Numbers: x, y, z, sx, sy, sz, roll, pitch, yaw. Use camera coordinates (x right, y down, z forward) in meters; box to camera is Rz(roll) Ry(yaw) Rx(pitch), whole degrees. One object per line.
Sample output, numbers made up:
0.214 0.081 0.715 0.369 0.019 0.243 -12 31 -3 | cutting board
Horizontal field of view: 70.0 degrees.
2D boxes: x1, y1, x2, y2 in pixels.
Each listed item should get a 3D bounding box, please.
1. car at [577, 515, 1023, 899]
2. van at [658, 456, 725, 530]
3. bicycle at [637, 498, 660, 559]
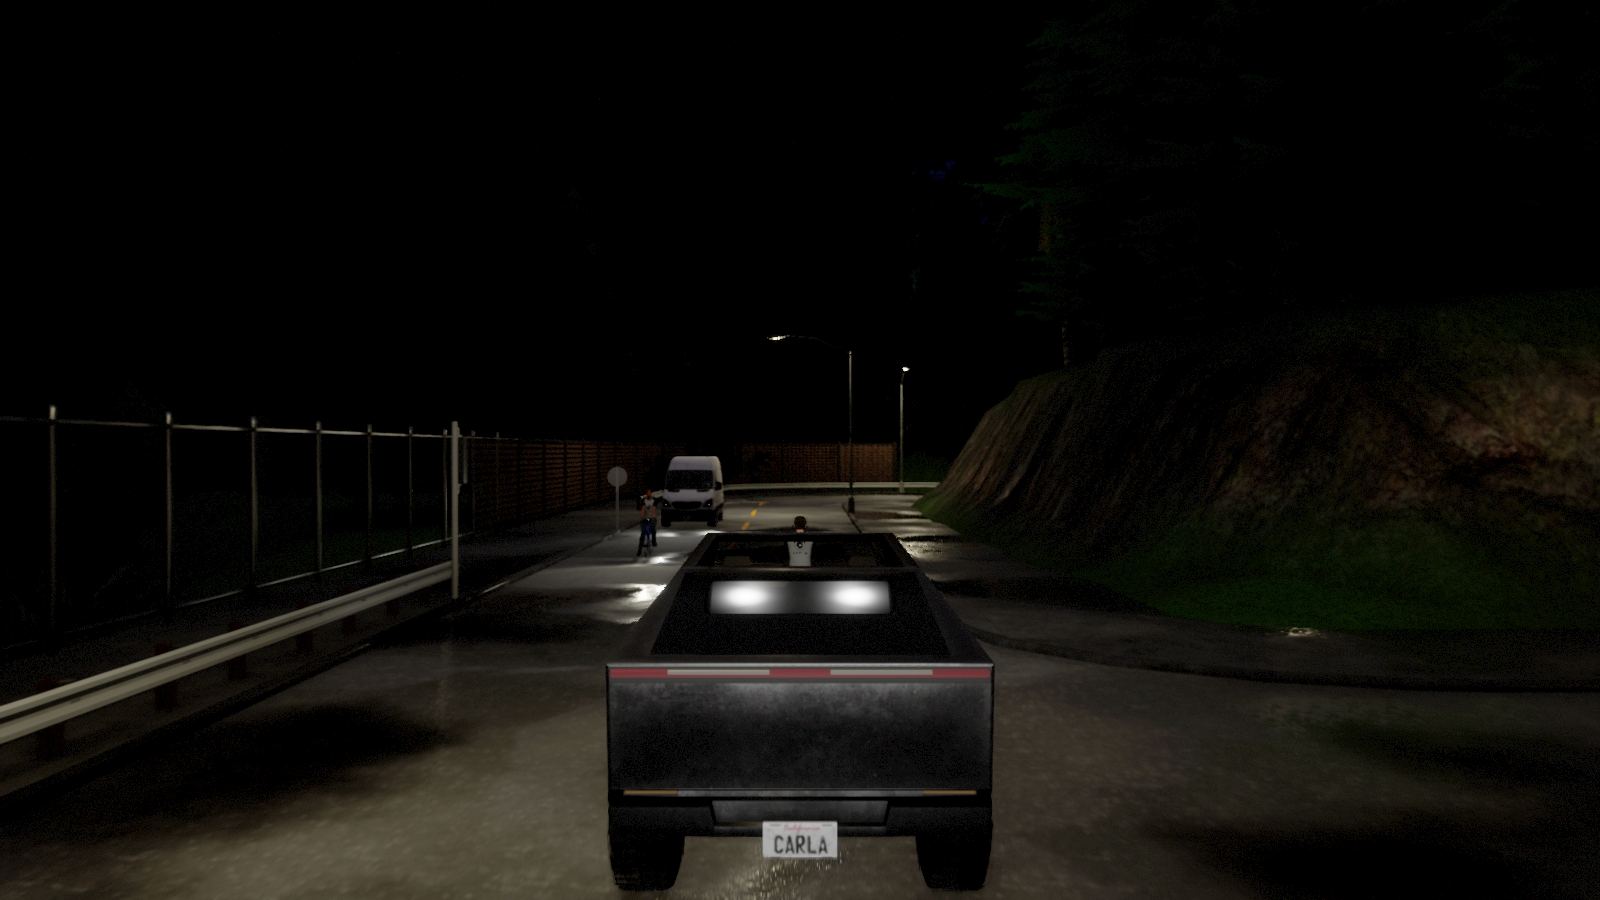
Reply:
0.001 1.752 9.268 2.390 2.098 6.274 0 0 0 | car
-4.014 1.530 43.246 1.988 2.561 5.915 0 0 0 | van
-3.990 2.052 30.095 0.373 1.496 1.643 0 0 0 | bicycle
